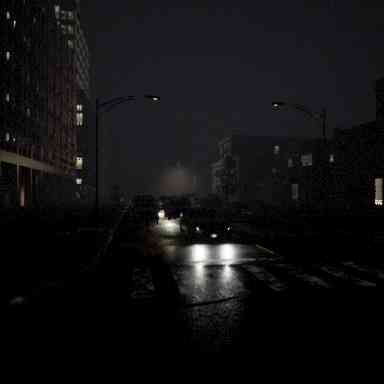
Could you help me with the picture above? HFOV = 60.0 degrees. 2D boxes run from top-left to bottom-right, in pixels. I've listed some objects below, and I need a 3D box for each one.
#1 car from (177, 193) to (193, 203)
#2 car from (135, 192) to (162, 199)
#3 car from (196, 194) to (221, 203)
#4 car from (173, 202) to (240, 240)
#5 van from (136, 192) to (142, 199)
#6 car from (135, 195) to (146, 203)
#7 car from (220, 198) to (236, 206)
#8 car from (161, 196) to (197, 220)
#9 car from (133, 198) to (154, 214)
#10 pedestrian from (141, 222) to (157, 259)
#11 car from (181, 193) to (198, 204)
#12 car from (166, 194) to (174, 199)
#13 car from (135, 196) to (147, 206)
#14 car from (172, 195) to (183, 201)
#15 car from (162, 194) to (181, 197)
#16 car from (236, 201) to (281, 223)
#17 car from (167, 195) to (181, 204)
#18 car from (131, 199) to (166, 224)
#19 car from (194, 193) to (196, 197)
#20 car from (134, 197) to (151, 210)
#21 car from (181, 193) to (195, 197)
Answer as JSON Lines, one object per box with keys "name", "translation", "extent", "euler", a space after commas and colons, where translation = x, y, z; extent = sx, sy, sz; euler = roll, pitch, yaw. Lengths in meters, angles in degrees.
{"name": "car", "translation": [-1.351, 1.076, 62.863], "extent": [2.192, 1.841, 5.009], "euler": [1, 0, -10]}
{"name": "car", "translation": [-4.120, 1.162, 28.715], "extent": [2.192, 1.841, 5.009], "euler": [1, 0, -10]}
{"name": "car", "translation": [2.313, 1.162, 41.020], "extent": [2.192, 1.841, 5.009], "euler": [1, 0, -10]}
{"name": "car", "translation": [0.504, 1.463, 16.776], "extent": [2.033, 1.411, 5.357], "euler": [0, 0, -10]}
{"name": "van", "translation": [-14.197, 0.958, 88.782], "extent": [1.690, 1.788, 3.998], "euler": [1, 0, -10]}
{"name": "car", "translation": [-9.619, 1.281, 61.479], "extent": [1.947, 1.339, 4.313], "euler": [1, 0, -10]}
{"name": "car", "translation": [4.143, 1.475, 30.100], "extent": [1.802, 1.307, 4.206], "euler": [1, 0, -10]}
{"name": "car", "translation": [-1.151, 1.350, 26.618], "extent": [1.882, 1.535, 5.008], "euler": [0, 0, -9]}
{"name": "car", "translation": [-5.038, 1.375, 34.176], "extent": [2.008, 1.369, 4.403], "euler": [1, 0, -10]}
{"name": "pedestrian", "translation": [-1.366, 1.499, 10.697], "extent": [0.375, 1.300, 0.375], "euler": [1, 0, -10]}
{"name": "car", "translation": [-0.435, 1.097, 57.403], "extent": [2.192, 1.841, 5.009], "euler": [1, 0, -10]}
{"name": "car", "translation": [-5.934, 1.244, 90.167], "extent": [1.802, 1.307, 4.206], "euler": [1, 0, -10]}
{"name": "car", "translation": [-7.758, 1.283, 50.390], "extent": [1.752, 1.417, 4.829], "euler": [1, 0, -10]}
{"name": "car", "translation": [-3.186, 1.286, 73.785], "extent": [1.947, 1.339, 4.313], "euler": [1, 0, -10]}
{"name": "car", "translation": [-2.823, 1.181, 36.691], "extent": [2.097, 1.767, 4.553], "euler": [0, 0, -10]}
{"name": "car", "translation": [5.031, 1.441, 24.806], "extent": [1.752, 1.417, 4.829], "euler": [1, 0, -10]}
{"name": "car", "translation": [-3.030, 1.273, 56.584], "extent": [1.837, 1.490, 4.892], "euler": [0, 0, -10]}
{"name": "car", "translation": [-3.206, 1.422, 23.254], "extent": [2.008, 1.369, 4.403], "euler": [1, 0, -10]}
{"name": "car", "translation": [0.451, 1.328, 52.110], "extent": [1.752, 1.417, 4.829], "euler": [1, 0, -10]}
{"name": "car", "translation": [-5.954, 1.346, 39.636], "extent": [1.887, 1.381, 4.507], "euler": [1, 0, -10]}
{"name": "car", "translation": [-1.263, 1.287, 46.343], "extent": [1.882, 1.535, 5.008], "euler": [0, 0, -9]}
